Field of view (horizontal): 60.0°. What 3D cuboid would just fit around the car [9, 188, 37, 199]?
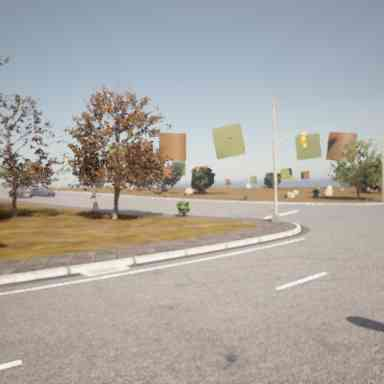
[{"bbox_3d":[-25.332,0.143,49.053,4.674,1.442,1.812,3,4,38],"label":"car"}]

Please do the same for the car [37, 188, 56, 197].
[{"bbox_3d":[-23.454,0.021,52.032,5.357,1.411,2.033,3,4,38],"label":"car"}]
